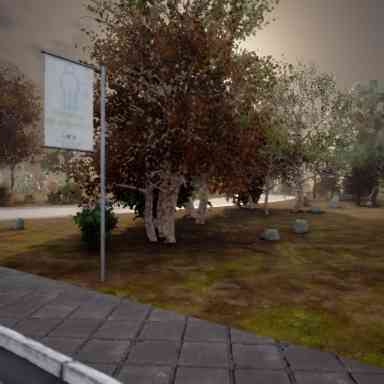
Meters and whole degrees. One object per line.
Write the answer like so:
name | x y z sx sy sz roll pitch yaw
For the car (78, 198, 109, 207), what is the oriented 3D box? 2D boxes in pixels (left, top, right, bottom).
car | -12.935 1.471 44.604 1.837 1.490 4.892 0 0 38
